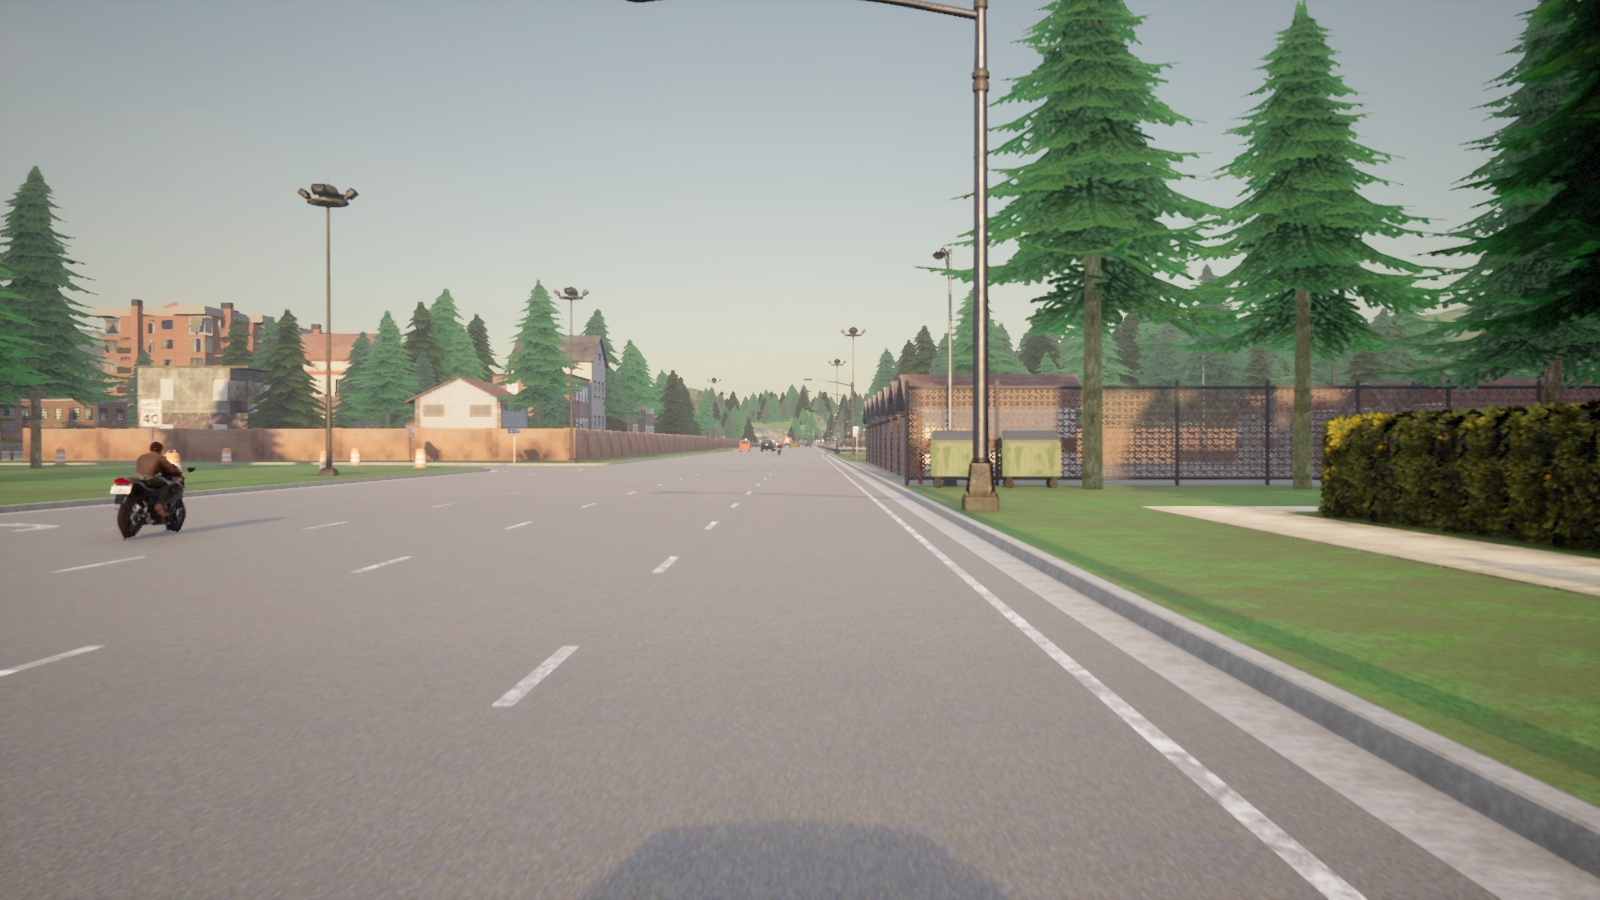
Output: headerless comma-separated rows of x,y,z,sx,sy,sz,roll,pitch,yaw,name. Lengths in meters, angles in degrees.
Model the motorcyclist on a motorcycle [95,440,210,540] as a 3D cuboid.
-10.370,0.606,20.202,0.797,1.523,2.044,0,0,0,motorcyclist on a motorcycle
